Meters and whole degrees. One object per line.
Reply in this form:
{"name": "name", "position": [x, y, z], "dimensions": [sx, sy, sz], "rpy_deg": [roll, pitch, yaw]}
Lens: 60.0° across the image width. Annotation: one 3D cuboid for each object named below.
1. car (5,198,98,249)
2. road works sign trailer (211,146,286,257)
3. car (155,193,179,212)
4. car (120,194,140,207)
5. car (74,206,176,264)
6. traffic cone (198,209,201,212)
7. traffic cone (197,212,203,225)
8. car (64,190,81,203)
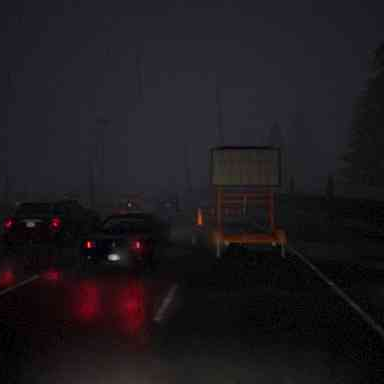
{"name": "car", "position": [-5.258, 1.067, 13.246], "dimensions": [2.097, 1.767, 4.553], "rpy_deg": [0, 1, 3]}
{"name": "road works sign trailer", "position": [1.844, 0.206, 11.653], "dimensions": [2.380, 3.560, 2.880], "rpy_deg": [0, 1, 1]}
{"name": "car", "position": [-2.169, 0.848, 29.030], "dimensions": [1.882, 1.535, 5.008], "rpy_deg": [0, 1, -5]}
{"name": "car", "position": [-6.237, 0.875, 33.655], "dimensions": [1.895, 1.301, 4.718], "rpy_deg": [0, 1, -8]}
{"name": "car", "position": [-1.861, 1.363, 10.901], "dimensions": [1.895, 1.301, 4.718], "rpy_deg": [0, 1, 4]}
{"name": "traffic cone", "position": [0.497, 1.503, 20.706], "dimensions": [0.340, 0.580, 0.340], "rpy_deg": [0, 1, 1]}
{"name": "traffic cone", "position": [0.466, 1.546, 18.706], "dimensions": [0.340, 0.580, 0.340], "rpy_deg": [0, 1, 1]}
{"name": "car", "position": [-15.961, 0.553, 44.584], "dimensions": [1.837, 1.490, 4.892], "rpy_deg": [0, 1, -17]}
